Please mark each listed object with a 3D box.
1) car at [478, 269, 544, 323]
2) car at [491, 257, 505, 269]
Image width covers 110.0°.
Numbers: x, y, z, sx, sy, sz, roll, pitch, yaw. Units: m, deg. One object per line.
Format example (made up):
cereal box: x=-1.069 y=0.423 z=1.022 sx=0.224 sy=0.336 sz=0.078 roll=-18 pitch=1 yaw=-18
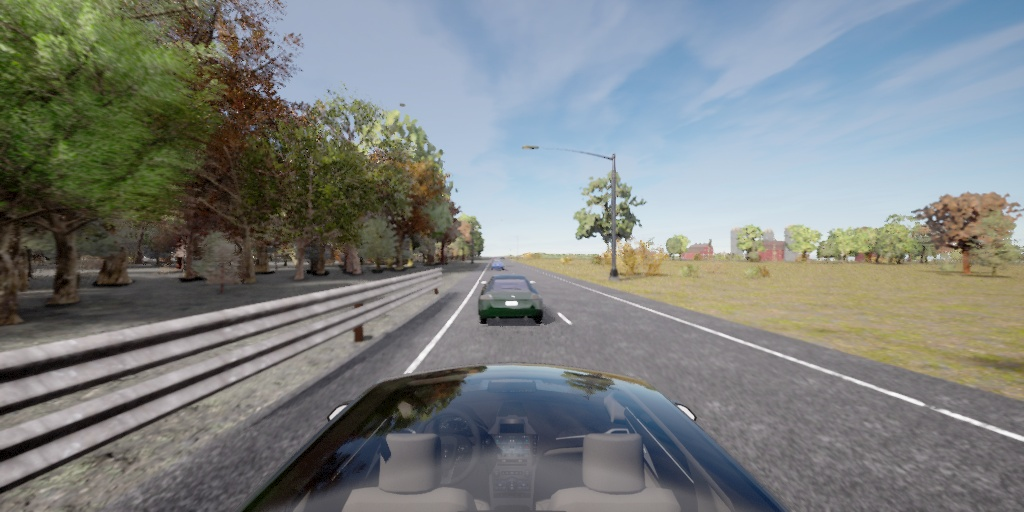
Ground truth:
car: x=-0.109 y=1.322 z=12.225 sx=1.994 sy=1.385 sz=4.181 roll=0 pitch=0 yaw=-3
car: x=-2.126 y=1.302 z=53.050 sx=2.033 sy=1.411 sz=5.357 roll=0 pitch=0 yaw=-3
